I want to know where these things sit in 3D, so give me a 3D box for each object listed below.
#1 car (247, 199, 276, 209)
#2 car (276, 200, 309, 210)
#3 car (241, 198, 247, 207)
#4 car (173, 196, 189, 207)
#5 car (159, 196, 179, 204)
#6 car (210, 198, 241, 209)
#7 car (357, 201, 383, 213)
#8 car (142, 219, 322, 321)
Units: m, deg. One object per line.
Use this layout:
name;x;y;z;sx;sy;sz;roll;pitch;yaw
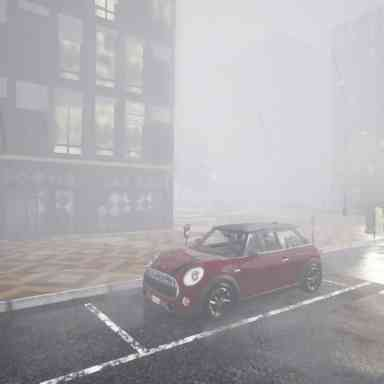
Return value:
car;11.164;1.799;51.509;1.887;1.381;4.507;1;-1;-35
car;14.445;1.806;46.884;1.802;1.307;4.206;1;-1;-35
car;7.881;1.725;56.133;1.967;1.590;4.097;1;-1;-35
car;-2.238;1.733;55.910;1.887;1.381;4.507;1;-1;-35
car;-5.249;1.724;74.631;2.192;1.841;5.009;1;-1;-35
car;4.327;1.677;46.662;2.008;1.369;4.403;1;-1;-35
car;21.011;1.730;37.637;1.947;1.339;4.313;1;-1;-35
car;0.960;1.442;7.241;4.097;1.590;1.967;0;1;-36
